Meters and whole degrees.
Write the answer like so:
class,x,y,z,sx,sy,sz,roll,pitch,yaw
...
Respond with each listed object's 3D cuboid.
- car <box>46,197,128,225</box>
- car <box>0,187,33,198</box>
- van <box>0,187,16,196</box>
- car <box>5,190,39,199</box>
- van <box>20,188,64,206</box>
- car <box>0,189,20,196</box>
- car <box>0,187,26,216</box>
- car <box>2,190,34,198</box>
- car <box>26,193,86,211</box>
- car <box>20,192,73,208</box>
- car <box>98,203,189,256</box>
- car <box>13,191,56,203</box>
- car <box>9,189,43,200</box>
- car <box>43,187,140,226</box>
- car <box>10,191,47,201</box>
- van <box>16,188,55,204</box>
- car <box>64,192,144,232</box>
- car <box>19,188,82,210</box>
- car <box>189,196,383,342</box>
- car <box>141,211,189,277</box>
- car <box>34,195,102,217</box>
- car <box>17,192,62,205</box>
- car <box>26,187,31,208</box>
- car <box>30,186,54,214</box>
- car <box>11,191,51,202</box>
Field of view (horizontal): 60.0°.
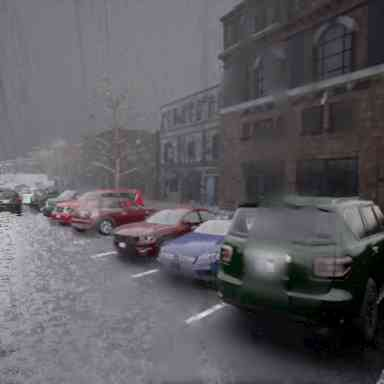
class,x,y,z,sx,sy,sz,roll,pitch,yaw
car,-6.801,1.128,21.961,2.163,1.488,4.792,1,1,38
car,-35.813,0.062,67.766,2.435,2.045,5.566,1,1,35
van,-46.379,-0.160,82.455,1.878,1.987,4.442,1,1,33
car,-30.750,0.442,60.276,2.097,1.535,5.008,1,1,36
van,-17.901,0.568,39.792,1.878,1.987,4.442,1,1,38
car,-44.524,0.107,80.127,2.231,1.521,4.892,1,1,34
car,-14.791,0.796,26.096,2.150,2.045,5.566,-1,1,-34
car,-34.095,0.356,65.302,2.097,1.535,5.008,1,1,36
car,-13.095,0.924,32.217,2.097,1.535,5.008,1,1,38
car,-16.251,0.837,37.331,2.097,1.535,5.008,1,1,38
car,-0.487,1.274,11.729,2.097,1.535,5.008,1,1,39
car,-22.491,0.658,47.717,1.946,1.575,5.366,1,1,38
car,-27.466,0.404,55.197,2.185,1.767,4.553,1,1,37
car,-5.220,0.892,19.395,2.435,2.045,5.566,1,1,38
car,-25.828,0.575,52.662,2.231,1.521,4.892,1,1,37
van,-21.074,0.481,44.913,1.878,1.987,4.442,1,1,38
car,-3.659,1.061,16.840,2.185,1.767,4.553,1,1,38
car,-14.661,0.629,34.794,2.435,2.045,5.566,1,1,38
car,2.675,1.099,6.595,2.435,2.045,5.566,0,1,39
car,1.089,1.355,9.147,2.002,1.452,4.674,1,1,39
car,-9.958,1.041,27.077,2.163,1.488,4.792,1,1,38
car,-19.402,0.779,42.476,2.163,1.488,4.792,1,1,38
car,-11.506,0.716,29.681,2.435,2.045,5.566,1,1,38
car,-8.375,0.804,24.515,2.435,2.045,5.566,1,1,38
car,-24.194,0.618,50.124,2.097,1.535,5.008,1,1,38
